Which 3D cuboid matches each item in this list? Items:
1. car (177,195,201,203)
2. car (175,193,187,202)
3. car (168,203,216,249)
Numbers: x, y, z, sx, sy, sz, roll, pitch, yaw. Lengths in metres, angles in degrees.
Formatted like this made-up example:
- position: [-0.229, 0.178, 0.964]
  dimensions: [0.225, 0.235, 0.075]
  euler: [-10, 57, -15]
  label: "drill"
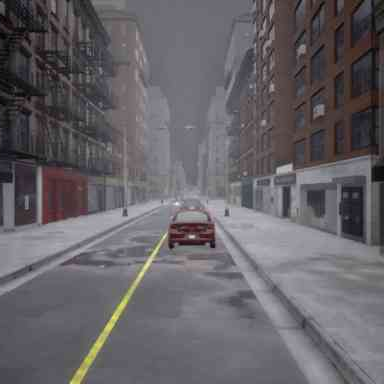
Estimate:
- position: [0.000, 1.368, 29.620]
  dimensions: [2.097, 1.767, 4.553]
  euler: [0, 0, 0]
  label: "car"
- position: [-2.750, 1.426, 71.759]
  dimensions: [2.128, 1.511, 4.902]
  euler: [0, 0, 0]
  label: "car"
- position: [0.000, 1.485, 14.650]
  dimensions: [1.882, 1.535, 5.008]
  euler: [0, 0, 0]
  label: "car"
